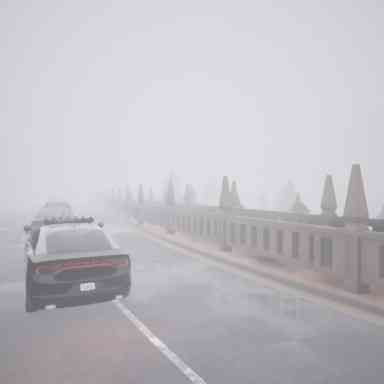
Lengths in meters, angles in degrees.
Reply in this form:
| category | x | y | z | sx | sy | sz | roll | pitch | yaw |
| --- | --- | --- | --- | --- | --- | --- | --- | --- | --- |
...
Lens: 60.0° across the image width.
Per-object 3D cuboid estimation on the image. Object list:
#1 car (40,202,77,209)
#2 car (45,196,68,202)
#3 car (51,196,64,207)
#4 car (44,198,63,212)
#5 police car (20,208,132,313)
| category | x | y | z | sx | sy | sz | roll | pitch | yaw |
| --- | --- | --- | --- | --- | --- | --- | --- | --- | --- |
| car | -6.510 | 1.474 | 15.794 | 1.882 | 1.535 | 5.008 | 0 | 0 | -22 |
| car | -8.456 | 1.345 | 21.048 | 2.097 | 1.767 | 4.553 | 0 | 0 | -20 |
| car | -21.461 | 1.491 | 53.250 | 1.837 | 1.490 | 4.892 | 0 | 0 | -20 |
| car | -16.807 | 1.494 | 40.596 | 1.837 | 1.490 | 4.892 | 0 | 0 | -19 |
| police car | -2.978 | 1.423 | 8.012 | 1.930 | 1.638 | 5.238 | 0 | 0 | -27 |
